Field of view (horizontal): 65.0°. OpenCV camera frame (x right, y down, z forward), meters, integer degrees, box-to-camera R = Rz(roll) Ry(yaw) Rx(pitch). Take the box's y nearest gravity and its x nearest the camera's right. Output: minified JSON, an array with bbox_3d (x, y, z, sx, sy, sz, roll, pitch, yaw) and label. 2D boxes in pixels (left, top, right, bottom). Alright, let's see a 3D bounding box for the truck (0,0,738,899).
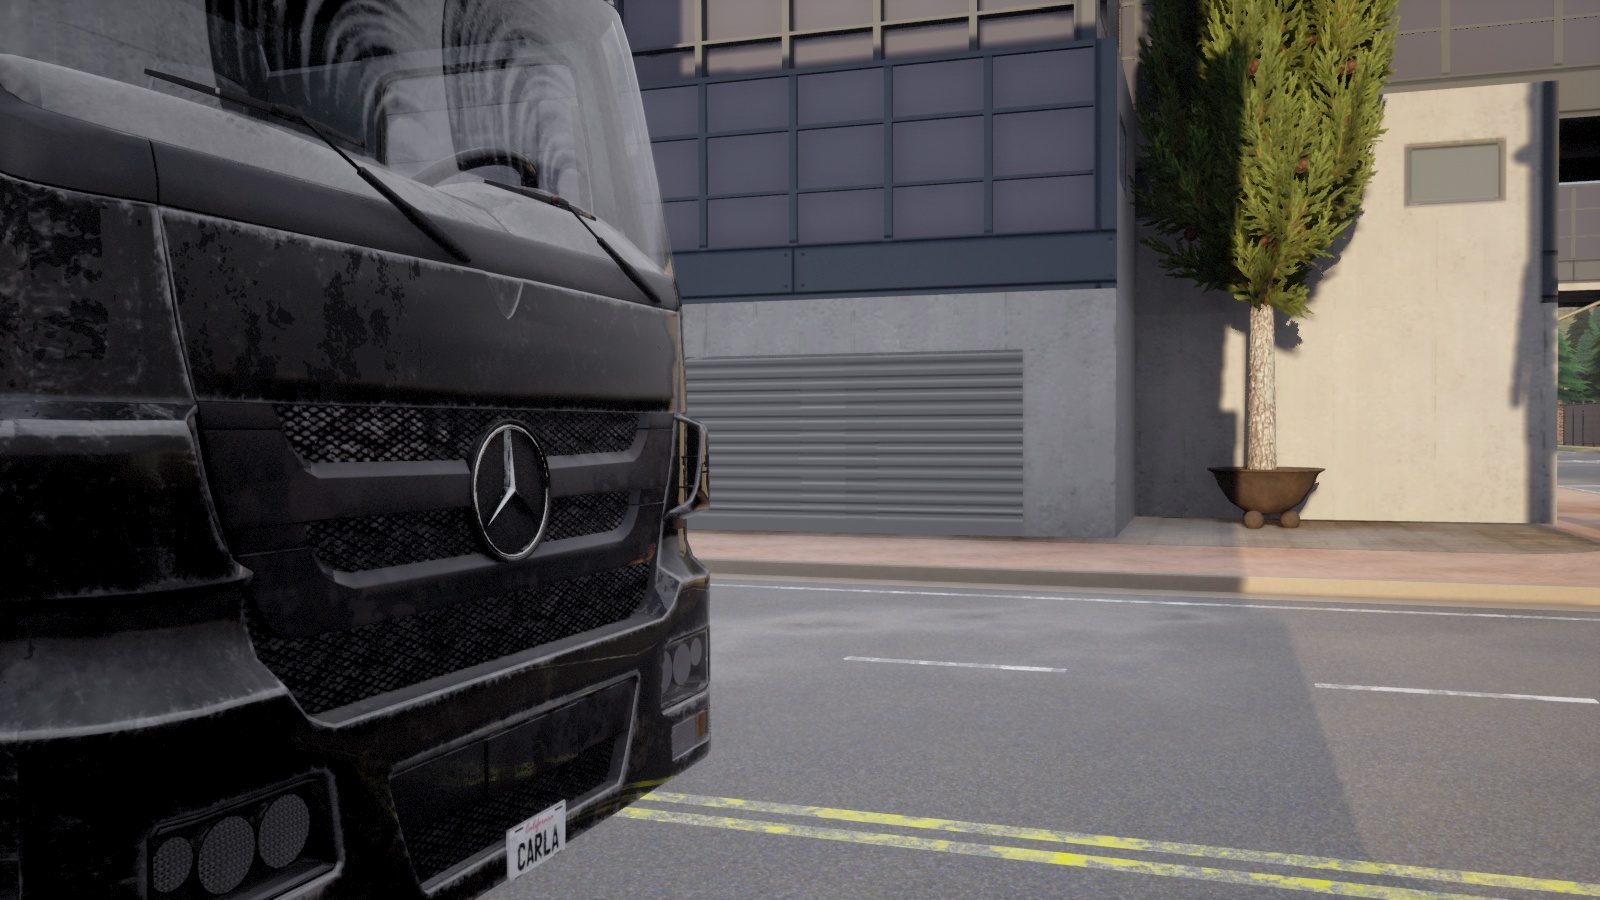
[{"bbox_3d":[-4.464,-0.248,4.736,7.936,3.462,2.891,1,1,20],"label":"truck"}]
